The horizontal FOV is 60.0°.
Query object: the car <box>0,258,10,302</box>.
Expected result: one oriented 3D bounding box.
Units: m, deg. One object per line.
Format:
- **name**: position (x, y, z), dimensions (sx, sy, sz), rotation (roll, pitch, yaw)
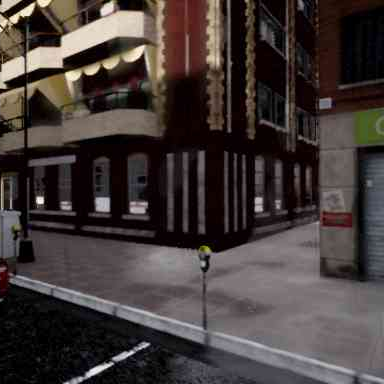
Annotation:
- **car**: position (-5.490, 1.549, 6.787), dimensions (4.507, 1.381, 1.887), rotation (0, 0, 35)
